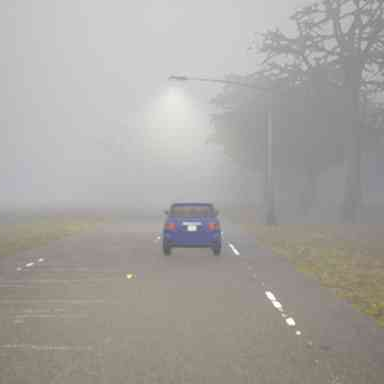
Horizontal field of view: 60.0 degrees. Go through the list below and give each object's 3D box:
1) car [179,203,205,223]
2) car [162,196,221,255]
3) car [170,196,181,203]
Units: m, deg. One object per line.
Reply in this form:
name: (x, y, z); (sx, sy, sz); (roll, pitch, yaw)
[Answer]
car: (-0.002, 1.785, 29.006); (2.033, 1.411, 5.357); (0, 0, 0)
car: (-0.001, 1.352, 14.025); (2.150, 2.045, 5.566); (0, 0, 0)
car: (-3.505, 1.616, 71.050); (1.994, 1.385, 4.181); (0, 1, 0)
